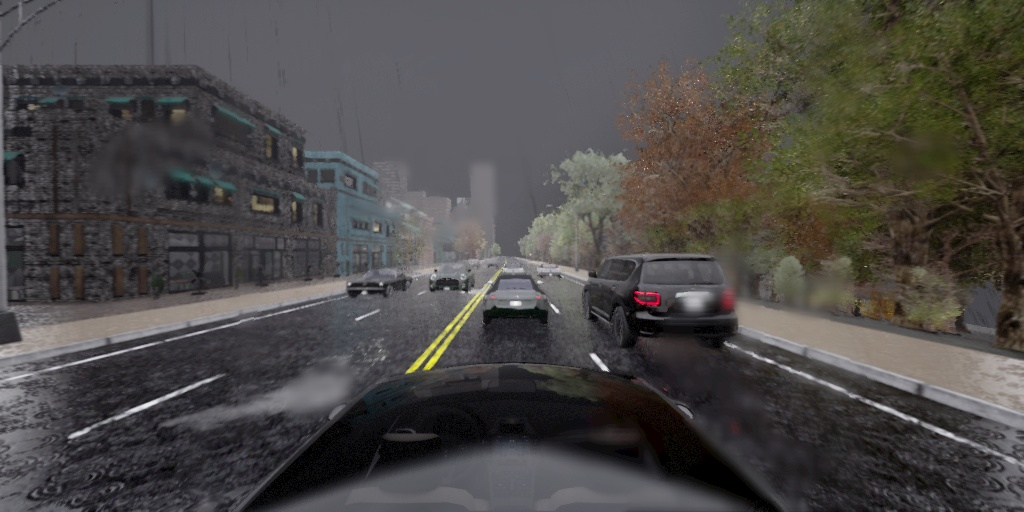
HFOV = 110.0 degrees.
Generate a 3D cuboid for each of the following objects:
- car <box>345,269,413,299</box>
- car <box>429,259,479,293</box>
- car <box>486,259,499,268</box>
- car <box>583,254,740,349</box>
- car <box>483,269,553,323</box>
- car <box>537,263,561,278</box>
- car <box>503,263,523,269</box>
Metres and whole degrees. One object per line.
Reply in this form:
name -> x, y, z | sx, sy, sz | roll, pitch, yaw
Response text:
car -> -6.596, 1.343, 18.255 | 1.895, 1.301, 4.718 | 0, 0, 0
car -> -3.343, 1.093, 20.707 | 2.097, 1.767, 4.553 | 0, 0, 0
car -> -3.276, 1.223, 61.732 | 1.837, 1.490, 4.892 | 0, 0, 1
car -> 3.353, 0.968, 9.270 | 2.150, 2.045, 5.566 | 0, 0, 0
car -> 0.104, 1.309, 12.105 | 1.994, 1.385, 4.181 | 0, 0, 0
car -> 3.358, 1.335, 33.323 | 1.895, 1.301, 4.718 | 0, 0, 0
car -> 0.107, 1.335, 33.355 | 1.895, 1.301, 4.718 | 0, 0, 0
